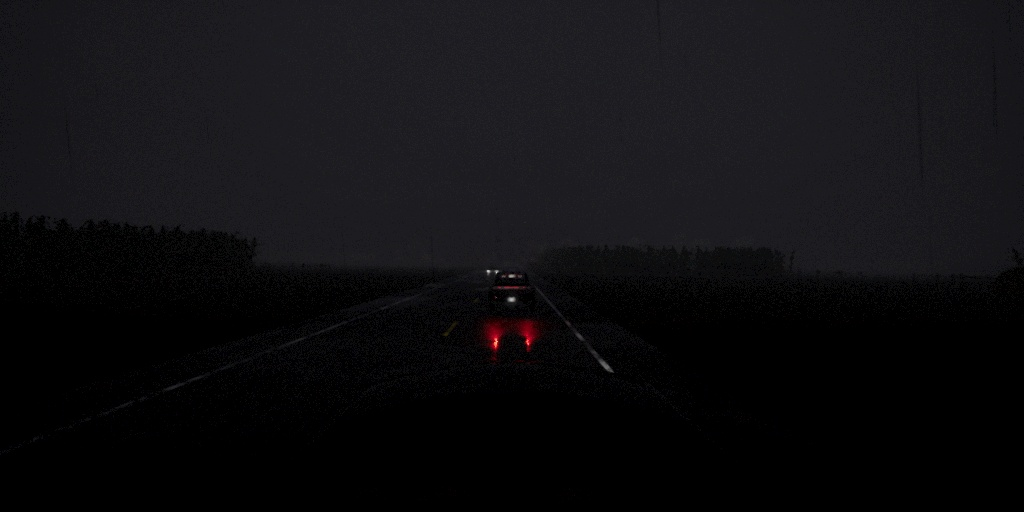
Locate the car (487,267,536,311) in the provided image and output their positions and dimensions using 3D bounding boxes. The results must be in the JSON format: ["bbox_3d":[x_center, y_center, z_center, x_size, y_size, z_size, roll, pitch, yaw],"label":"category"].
[{"bbox_3d":[0.006,1.389,15.369,2.128,1.511,4.902,0,0,0],"label":"car"}]

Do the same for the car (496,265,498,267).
[{"bbox_3d":[-0.017,1.594,29.405,2.033,1.411,5.357,0,-1,0],"label":"car"}]
